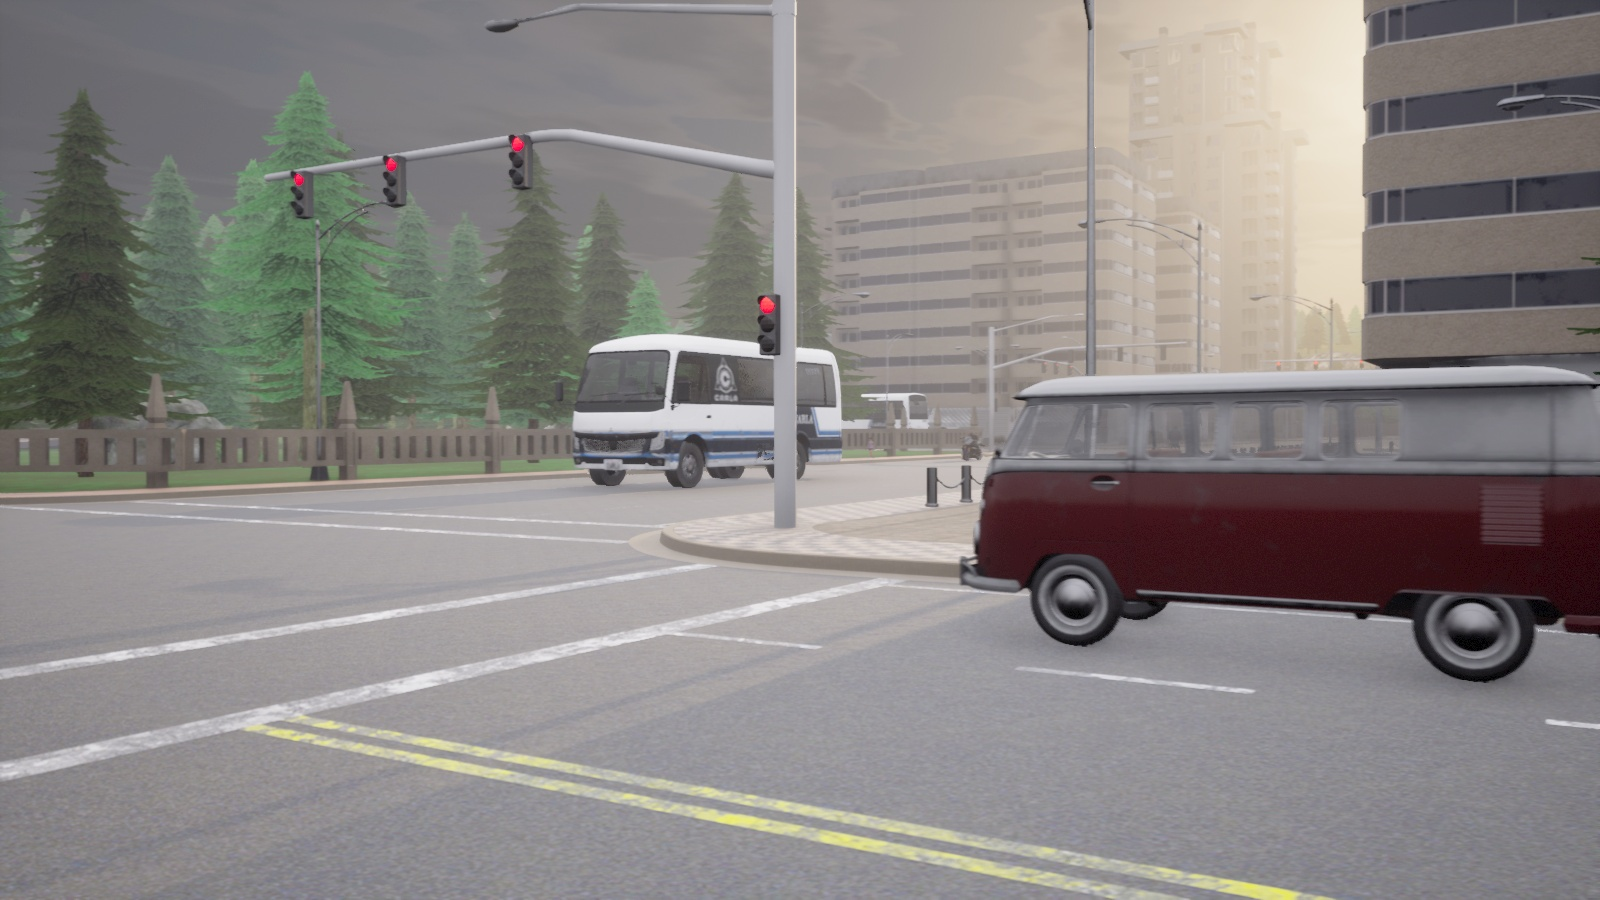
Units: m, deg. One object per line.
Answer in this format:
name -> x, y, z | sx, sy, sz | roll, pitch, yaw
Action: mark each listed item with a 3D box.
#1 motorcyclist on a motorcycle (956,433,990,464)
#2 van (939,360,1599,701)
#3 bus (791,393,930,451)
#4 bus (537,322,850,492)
motorcyclist on a motorcycle -> 8.626, -0.099, 62.538 | 0.866, 1.530, 2.191 | 1, 1, 31
van -> 3.410, 0.447, 9.105 | 4.442, 1.987, 1.775 | 0, 1, 31
bus -> 4.620, -2.147, 97.261 | 10.273, 4.253, 3.944 | 1, 1, 36
bus -> -2.714, -1.161, 36.960 | 3.944, 4.253, 10.273 | 1, 1, 31
